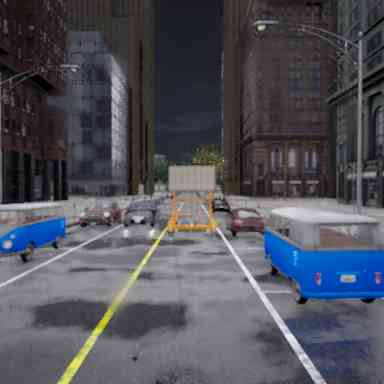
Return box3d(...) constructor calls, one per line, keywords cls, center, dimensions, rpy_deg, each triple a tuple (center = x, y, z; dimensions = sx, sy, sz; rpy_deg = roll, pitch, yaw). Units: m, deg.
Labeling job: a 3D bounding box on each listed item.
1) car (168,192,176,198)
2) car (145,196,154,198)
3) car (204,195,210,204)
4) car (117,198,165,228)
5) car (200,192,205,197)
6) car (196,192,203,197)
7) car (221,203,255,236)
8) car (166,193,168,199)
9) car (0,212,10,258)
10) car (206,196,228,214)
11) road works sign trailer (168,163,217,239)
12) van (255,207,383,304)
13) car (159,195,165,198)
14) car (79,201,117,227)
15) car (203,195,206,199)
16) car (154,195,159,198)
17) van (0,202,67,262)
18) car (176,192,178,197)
box3d(cls="car", center=(-5.786, 1.031, 86.042), dimensions=(1.802, 1.307, 4.206), rpy_deg=(-1, 0, 0))
box3d(cls="car", center=(-5.780, 1.341, 37.560), dimensions=(1.887, 1.381, 4.507), rpy_deg=(-1, 0, 0))
box3d(cls="car", center=(2.746, 1.358, 38.261), dimensions=(1.947, 1.339, 4.313), rpy_deg=(-1, 0, 0))
box3d(cls="car", center=(-3.102, 1.378, 21.495), dimensions=(2.128, 1.511, 4.902), rpy_deg=(0, 0, 0))
box3d(cls="car", center=(2.743, 1.216, 54.039), dimensions=(1.752, 1.417, 4.829), rpy_deg=(-1, 0, 0))
box3d(cls="car", center=(2.739, 0.972, 86.221), dimensions=(1.752, 1.417, 4.829), rpy_deg=(-1, 0, 0))
box3d(cls="car", center=(2.749, 1.490, 17.451), dimensions=(1.802, 1.307, 4.206), rpy_deg=(-1, 0, 0))
box3d(cls="car", center=(-5.782, 1.221, 59.072), dimensions=(1.947, 1.339, 4.313), rpy_deg=(-1, 0, 0))
box3d(cls="car", center=(-5.776, 1.406, 6.588), dimensions=(1.967, 1.590, 4.097), rpy_deg=(-1, 0, 0))
box3d(cls="car", center=(2.747, 1.389, 33.058), dimensions=(1.947, 1.339, 4.313), rpy_deg=(-1, 0, 0))
box3d(cls="road works sign trailer", center=(0.007, 0.377, 16.629), dimensions=(2.380, 3.560, 2.880), rpy_deg=(0, 0, -1))
box3d(cls="van", center=(2.785, 1.300, 7.786), dimensions=(1.690, 1.788, 3.998), rpy_deg=(-1, 0, 0))
box3d(cls="car", center=(-5.782, 1.244, 53.693), dimensions=(2.008, 1.369, 4.403), rpy_deg=(-1, 0, 0))
box3d(cls="car", center=(-5.778, 1.328, 21.425), dimensions=(1.967, 1.590, 4.097), rpy_deg=(-1, 0, 0))
box3d(cls="car", center=(2.745, 1.311, 43.463), dimensions=(2.008, 1.369, 4.403), rpy_deg=(-1, 0, 0))
box3d(cls="car", center=(-5.780, 1.346, 42.938), dimensions=(1.802, 1.307, 4.206), rpy_deg=(-1, 0, 0))
box3d(cls="van", center=(-5.778, 1.281, 11.474), dimensions=(1.690, 1.788, 3.998), rpy_deg=(-1, 0, 0))
box3d(cls="car", center=(-5.789, 0.716, 91.720), dimensions=(2.192, 1.841, 5.009), rpy_deg=(-1, 0, 0))
